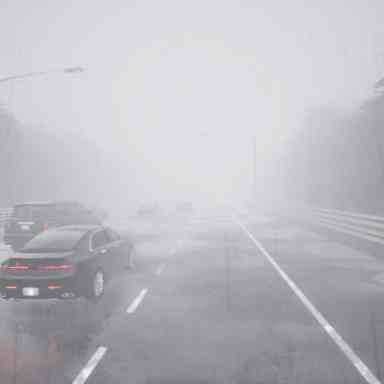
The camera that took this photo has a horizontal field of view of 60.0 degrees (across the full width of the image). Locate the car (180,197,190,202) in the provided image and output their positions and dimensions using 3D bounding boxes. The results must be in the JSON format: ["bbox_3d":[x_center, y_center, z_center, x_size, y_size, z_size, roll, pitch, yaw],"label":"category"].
[{"bbox_3d":[-1.915,2.050,92.660,1.837,1.490,4.892,-1,0,9],"label":"car"}]

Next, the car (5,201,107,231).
[{"bbox_3d":[-5.894,1.405,14.846,2.150,2.045,5.566,-1,0,4],"label":"car"}]

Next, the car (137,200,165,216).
[{"bbox_3d":[-4.448,1.873,35.744,1.895,1.301,4.718,-1,0,4],"label":"car"}]

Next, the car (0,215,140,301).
[{"bbox_3d":[-2.817,1.603,8.579,1.837,1.490,4.892,-1,0,4],"label":"car"}]

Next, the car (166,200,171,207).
[{"bbox_3d":[-2.759,1.917,58.658,2.033,1.411,5.357,-1,0,5],"label":"car"}]

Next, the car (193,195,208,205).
[{"bbox_3d":[1.473,1.898,65.374,1.994,1.385,4.181,-1,0,6],"label":"car"}]

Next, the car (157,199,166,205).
[{"bbox_3d":[-5.825,1.973,62.881,1.812,1.442,4.674,-1,0,6],"label":"car"}]

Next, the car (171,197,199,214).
[{"bbox_3d":[-0.751,1.715,38.496,2.128,1.511,4.902,-1,0,4],"label":"car"}]

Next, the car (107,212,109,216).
[{"bbox_3d":[-8.494,1.864,27.987,1.994,1.385,4.181,-1,0,4],"label":"car"}]

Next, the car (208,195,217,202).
[{"bbox_3d":[5.096,1.924,92.191,1.837,1.490,4.892,-1,0,9],"label":"car"}]
